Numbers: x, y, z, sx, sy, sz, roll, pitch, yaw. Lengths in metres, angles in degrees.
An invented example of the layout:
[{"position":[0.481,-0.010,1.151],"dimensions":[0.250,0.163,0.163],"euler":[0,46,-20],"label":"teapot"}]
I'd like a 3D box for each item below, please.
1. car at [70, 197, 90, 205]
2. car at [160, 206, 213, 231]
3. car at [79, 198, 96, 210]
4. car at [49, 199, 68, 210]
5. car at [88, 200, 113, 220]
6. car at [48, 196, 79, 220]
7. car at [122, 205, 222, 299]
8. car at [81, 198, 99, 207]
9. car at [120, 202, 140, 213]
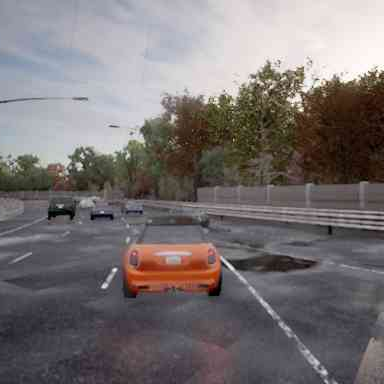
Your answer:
[{"position":[-22.507,1.812,66.574],"dimensions":[2.033,1.411,5.357],"euler":[0,0,-39],"label":"car"},{"position":[-0.489,1.706,22.885],"dimensions":[1.994,1.385,4.181],"euler":[0,0,-27],"label":"car"},{"position":[-15.452,1.829,48.448],"dimensions":[1.812,1.442,4.674],"euler":[0,0,-27],"label":"car"},{"position":[-19.659,1.799,48.922],"dimensions":[2.128,1.511,4.902],"euler":[0,0,-28],"label":"car"},{"position":[-8.431,1.758,30.963],"dimensions":[1.994,1.385,4.181],"euler":[0,0,-17],"label":"car"},{"position":[-11.992,1.415,30.827],"dimensions":[2.150,2.045,5.566],"euler":[0,0,-17],"label":"car"},{"position":[-0.560,1.408,8.838],"dimensions":[2.097,1.767,4.553],"euler":[0,0,-5],"label":"car"},{"position":[-18.785,1.860,61.012],"dimensions":[1.882,1.535,5.008],"euler":[0,0,-33],"label":"car"},{"position":[-6.844,1.781,37.441],"dimensions":[2.033,1.411,5.357],"euler":[0,0,-20],"label":"car"}]
